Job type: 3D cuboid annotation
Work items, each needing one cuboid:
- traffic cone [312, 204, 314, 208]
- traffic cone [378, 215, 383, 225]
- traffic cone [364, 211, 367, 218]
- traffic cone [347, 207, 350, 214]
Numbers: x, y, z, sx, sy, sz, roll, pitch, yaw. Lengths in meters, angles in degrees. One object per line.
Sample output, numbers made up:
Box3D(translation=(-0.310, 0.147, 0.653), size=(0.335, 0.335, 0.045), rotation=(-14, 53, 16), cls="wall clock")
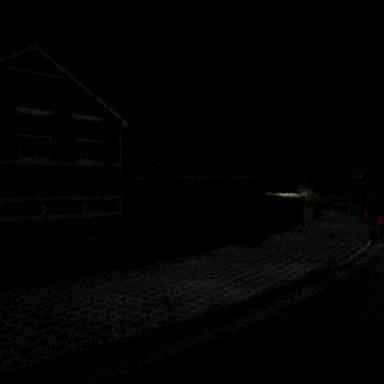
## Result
Box3D(translation=(14.500, 1.649, 39.876), size=(0.340, 0.580, 0.340), rotation=(-1, 0, -6), cls="traffic cone")
Box3D(translation=(12.076, 1.786, 21.344), size=(0.340, 0.580, 0.340), rotation=(0, 0, 21), cls="traffic cone")
Box3D(translation=(13.482, 1.746, 25.840), size=(0.340, 0.580, 0.340), rotation=(0, 0, 14), cls="traffic cone")
Box3D(translation=(14.362, 1.709, 30.469), size=(0.340, 0.580, 0.340), rotation=(0, 0, 7), cls="traffic cone")
